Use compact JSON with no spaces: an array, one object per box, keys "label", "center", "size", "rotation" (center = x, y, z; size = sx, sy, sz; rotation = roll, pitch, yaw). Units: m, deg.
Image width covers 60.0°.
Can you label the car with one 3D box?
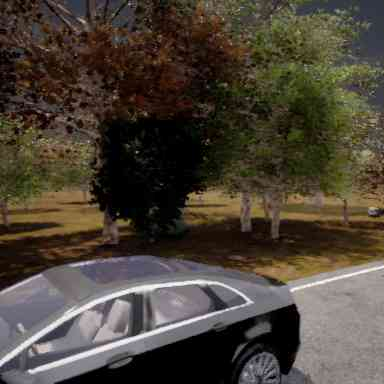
[{"label":"car","center":[-0.995,1.488,3.215],"size":[4.902,1.511,2.128],"rotation":[0,0,-35]}]
